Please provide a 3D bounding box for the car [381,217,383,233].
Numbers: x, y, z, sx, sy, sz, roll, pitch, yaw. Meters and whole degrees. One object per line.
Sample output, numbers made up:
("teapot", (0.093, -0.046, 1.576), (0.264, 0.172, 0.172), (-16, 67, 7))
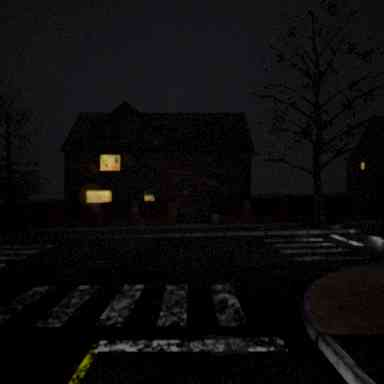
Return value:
("car", (10.550, 1.017, 14.069), (4.553, 1.767, 2.097), (-1, 1, -1))
